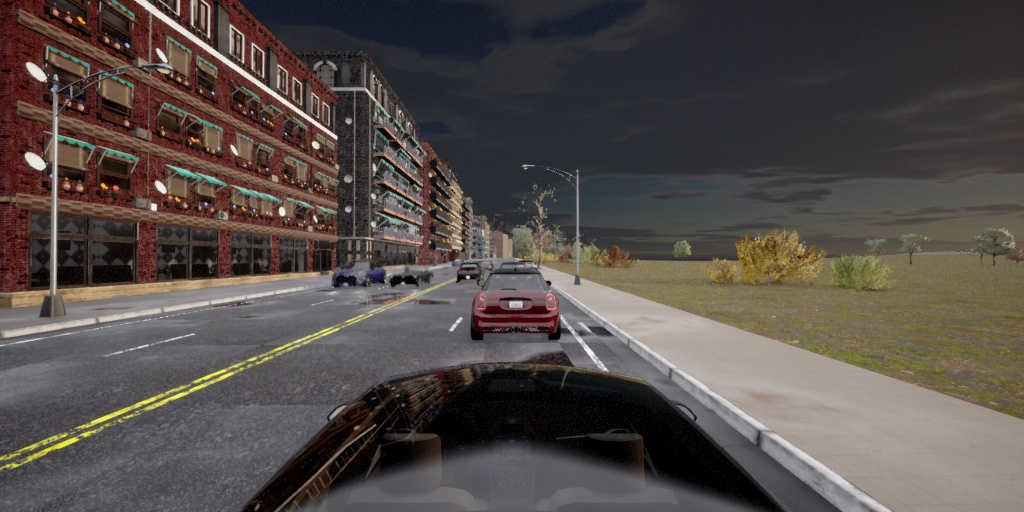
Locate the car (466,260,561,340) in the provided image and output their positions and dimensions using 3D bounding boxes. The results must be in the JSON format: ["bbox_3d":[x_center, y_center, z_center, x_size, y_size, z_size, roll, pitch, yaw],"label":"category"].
[{"bbox_3d":[0.080,1.103,10.112,2.097,1.767,4.553,0,0,0],"label":"car"}]

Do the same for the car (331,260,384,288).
[{"bbox_3d":[-9.883,1.105,23.538,2.097,1.767,4.553,0,0,0],"label":"car"}]

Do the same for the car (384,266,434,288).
[{"bbox_3d":[-6.633,1.354,24.004,1.895,1.301,4.718,0,0,0],"label":"car"}]

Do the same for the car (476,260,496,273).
[{"bbox_3d":[-3.213,1.300,45.247,2.033,1.411,5.357,0,0,0],"label":"car"}]

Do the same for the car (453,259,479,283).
[{"bbox_3d":[-3.190,1.259,28.364,1.837,1.490,4.892,0,0,0],"label":"car"}]

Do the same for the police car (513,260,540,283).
[{"bbox_3d":[1.096,1.179,29.380,1.930,1.638,5.238,0,0,0],"label":"police car"}]
